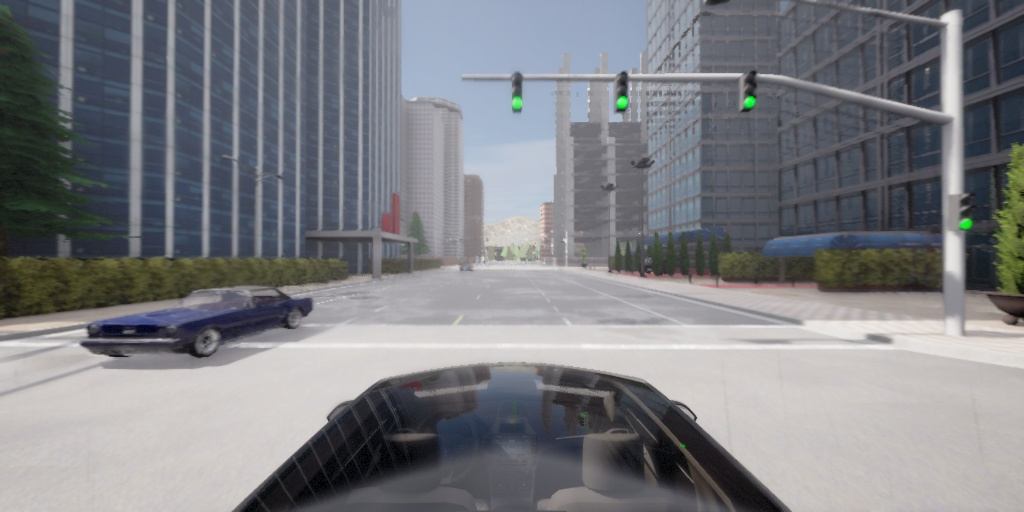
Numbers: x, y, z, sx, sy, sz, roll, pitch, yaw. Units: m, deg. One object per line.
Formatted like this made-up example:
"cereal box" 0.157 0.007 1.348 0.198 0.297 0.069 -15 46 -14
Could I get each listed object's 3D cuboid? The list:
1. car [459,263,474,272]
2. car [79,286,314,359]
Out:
"car" -6.987 1.782 55.507 2.128 1.511 4.902 0 0 0
"car" -6.998 1.441 8.761 1.895 1.301 4.718 0 0 0
